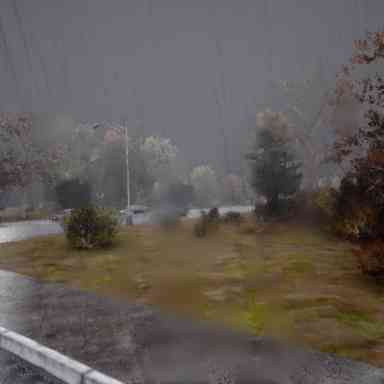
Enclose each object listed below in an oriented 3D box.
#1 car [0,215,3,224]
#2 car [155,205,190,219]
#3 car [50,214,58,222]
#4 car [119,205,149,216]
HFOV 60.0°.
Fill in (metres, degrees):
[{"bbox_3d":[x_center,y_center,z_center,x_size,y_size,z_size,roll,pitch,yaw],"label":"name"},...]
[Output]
[{"bbox_3d":[-18.873,2.439,28.341,1.837,1.490,4.892,-3,-2,35],"label":"car"},{"bbox_3d":[-1.991,2.078,34.729,1.994,1.385,4.181,-3,-2,32],"label":"car"},{"bbox_3d":[-13.428,2.517,36.650,1.994,1.385,4.181,-3,-2,32],"label":"car"},{"bbox_3d":[-7.870,2.491,45.391,2.128,1.511,4.902,-3,-2,32],"label":"car"}]
